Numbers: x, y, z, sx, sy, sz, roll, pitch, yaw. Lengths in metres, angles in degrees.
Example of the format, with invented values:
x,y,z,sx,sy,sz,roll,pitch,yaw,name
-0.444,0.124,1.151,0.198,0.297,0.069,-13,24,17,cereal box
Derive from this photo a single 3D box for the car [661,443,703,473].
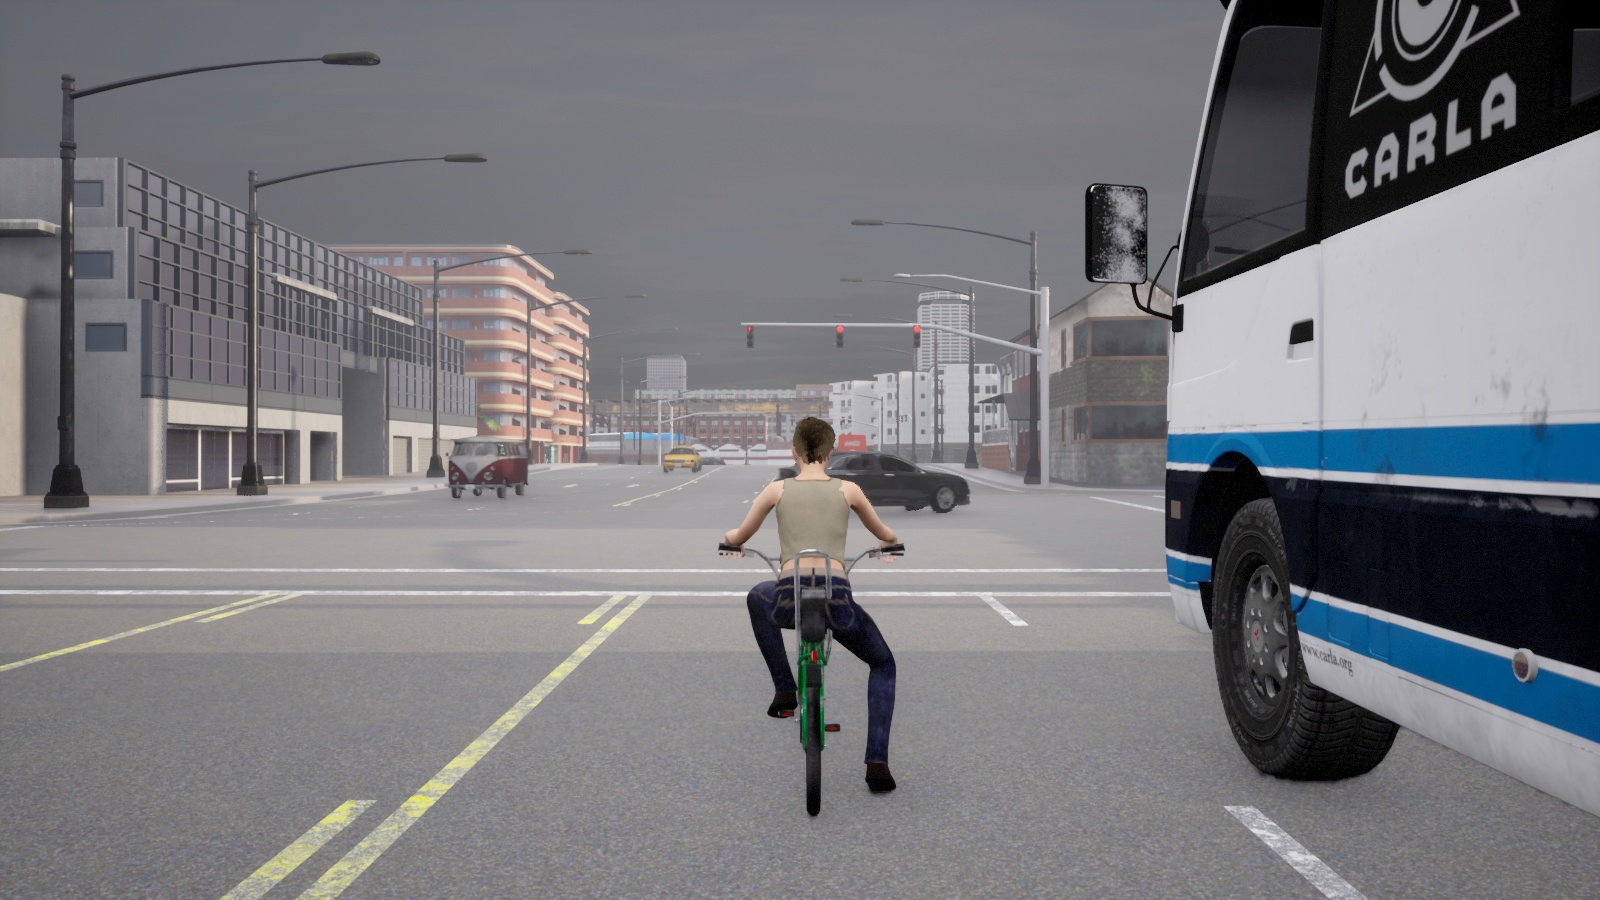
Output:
x,y,z,sx,sy,sz,roll,pitch,yaw,name
-6.582,0.416,70.572,1.801,1.575,5.366,0,1,0,car

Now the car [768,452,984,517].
x,y,z,sx,sy,sz,roll,pitch,yaw,name
1.837,0.797,30.469,4.892,1.490,1.837,0,0,-20,car

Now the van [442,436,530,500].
x,y,z,sx,sy,sz,roll,pitch,yaw,name
-10.250,0.557,41.299,1.775,1.987,4.442,0,0,0,van

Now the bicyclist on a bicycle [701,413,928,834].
x,y,z,sx,sy,sz,roll,pitch,yaw,name
0.053,0.663,5.561,0.866,1.612,1.509,0,0,0,bicyclist on a bicycle

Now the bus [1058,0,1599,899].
x,y,z,sx,sy,sz,roll,pitch,yaw,name
3.564,-0.636,2.680,3.944,4.253,10.273,0,0,0,bus
